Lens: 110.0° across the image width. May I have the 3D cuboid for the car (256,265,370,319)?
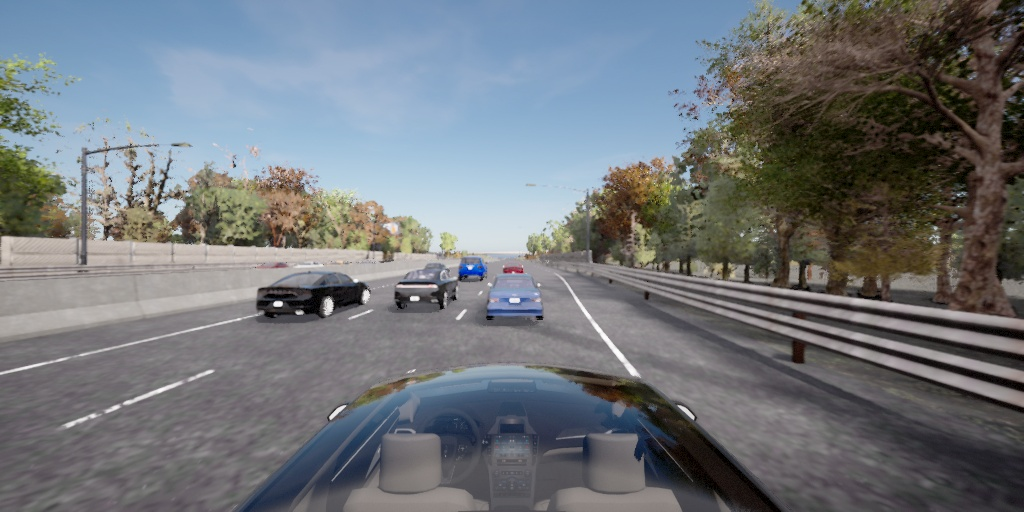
[{"bbox_3d":[-6.914,1.264,13.088,1.882,1.535,5.008,0,0,0],"label":"car"}]

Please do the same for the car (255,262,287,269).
[{"bbox_3d":[-27.998,1.419,42.114,1.812,1.442,4.674,0,0,-1],"label":"car"}]

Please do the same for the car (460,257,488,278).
[{"bbox_3d":[-3.398,1.074,31.872,2.150,2.045,5.566,0,0,0],"label":"car"}]

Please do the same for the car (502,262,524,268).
[{"bbox_3d":[0.104,1.340,34.418,1.882,1.535,5.008,0,0,0],"label":"car"}]

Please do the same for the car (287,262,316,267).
[{"bbox_3d":[-24.576,1.425,43.345,1.812,1.442,4.674,0,0,0],"label":"car"}]

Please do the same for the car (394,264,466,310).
[{"bbox_3d":[-3.408,1.285,14.999,2.128,1.511,4.902,0,0,0],"label":"car"}]

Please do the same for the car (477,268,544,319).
[{"bbox_3d":[0.090,1.333,12.873,2.033,1.411,5.357,0,0,0],"label":"car"}]

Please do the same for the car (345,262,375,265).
[{"bbox_3d":[-17.580,1.446,43.319,2.033,1.411,5.357,0,0,0],"label":"car"}]

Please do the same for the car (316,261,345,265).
[{"bbox_3d":[-21.077,1.377,43.365,1.882,1.535,5.008,0,0,0],"label":"car"}]
